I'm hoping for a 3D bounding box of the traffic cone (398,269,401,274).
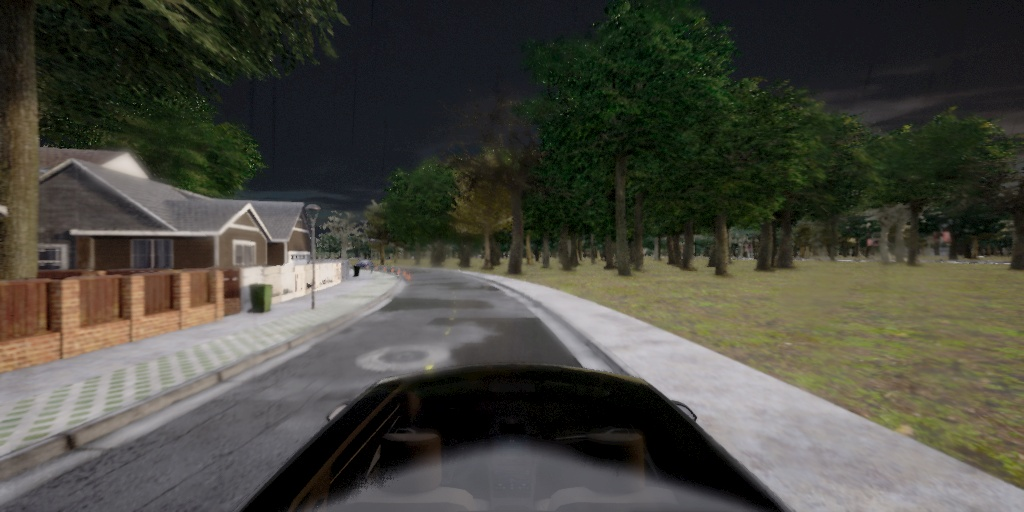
[{"bbox_3d":[-12.235,1.689,39.029,0.340,0.580,0.340,0,0,-25],"label":"traffic cone"}]

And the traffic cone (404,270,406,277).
[{"bbox_3d":[-10.288,1.680,34.572,0.340,0.580,0.340,0,0,-22],"label":"traffic cone"}]

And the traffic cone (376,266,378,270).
[{"bbox_3d":[-19.496,1.724,51.669,0.340,0.580,0.340,0,0,-35],"label":"traffic cone"}]

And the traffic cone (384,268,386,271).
[{"bbox_3d":[-16.846,1.711,47.591,0.340,0.580,0.340,0,0,-31],"label":"traffic cone"}]

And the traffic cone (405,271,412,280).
[{"bbox_3d":[-8.588,1.677,30.015,0.340,0.580,0.340,0,0,-19],"label":"traffic cone"}]

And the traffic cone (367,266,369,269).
[{"bbox_3d":[-22.365,1.740,55.596,0.340,0.580,0.340,0,0,-38],"label":"traffic cone"}]

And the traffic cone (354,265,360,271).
[{"bbox_3d":[-25.446,1.758,59.360,0.340,0.580,0.340,0,0,-41],"label":"traffic cone"}]

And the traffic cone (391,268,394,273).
[{"bbox_3d":[-14.423,1.699,43.373,0.340,0.580,0.340,0,0,-28],"label":"traffic cone"}]
